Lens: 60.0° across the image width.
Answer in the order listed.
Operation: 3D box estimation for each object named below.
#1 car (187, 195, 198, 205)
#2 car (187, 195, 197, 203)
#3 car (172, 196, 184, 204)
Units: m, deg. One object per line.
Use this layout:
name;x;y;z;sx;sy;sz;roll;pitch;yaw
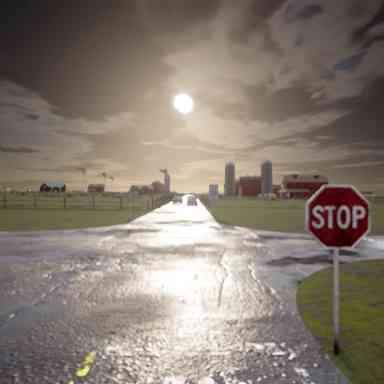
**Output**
car;0.002;1.591;60.238;2.033;1.411;5.357;0;0;0
car;0.002;1.411;70.660;1.882;1.535;5.008;0;0;0
car;-2.750;1.552;65.657;1.837;1.490;4.892;0;0;0
